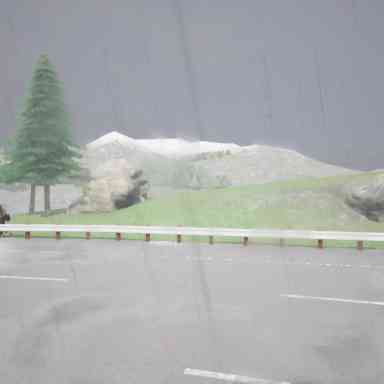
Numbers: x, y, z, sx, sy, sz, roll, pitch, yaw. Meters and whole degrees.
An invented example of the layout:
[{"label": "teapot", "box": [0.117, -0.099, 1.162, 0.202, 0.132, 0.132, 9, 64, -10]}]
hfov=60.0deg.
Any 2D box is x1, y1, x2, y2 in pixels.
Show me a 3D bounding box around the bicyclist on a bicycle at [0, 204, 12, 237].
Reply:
[{"label": "bicyclist on a bicycle", "box": [-9.210, 1.437, 16.086, 0.582, 1.620, 1.656, 1, -5, 5]}]
